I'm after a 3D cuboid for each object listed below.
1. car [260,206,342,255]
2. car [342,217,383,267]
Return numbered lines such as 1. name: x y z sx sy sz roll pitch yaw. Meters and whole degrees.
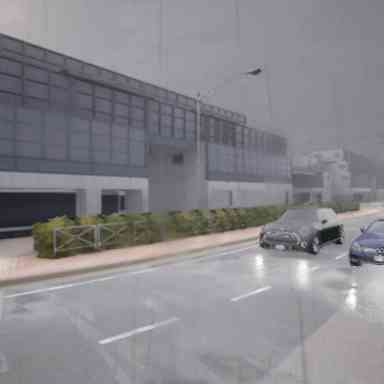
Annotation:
1. car: 4.660 1.416 13.783 2.097 1.767 4.553 -1 0 41
2. car: 6.673 1.561 10.810 1.812 1.442 4.674 -1 -1 42
